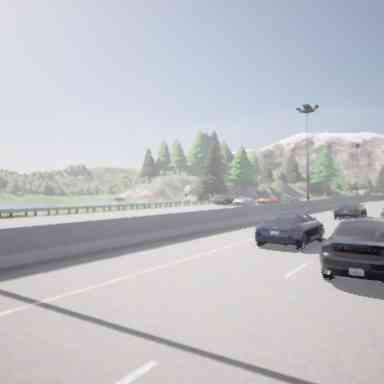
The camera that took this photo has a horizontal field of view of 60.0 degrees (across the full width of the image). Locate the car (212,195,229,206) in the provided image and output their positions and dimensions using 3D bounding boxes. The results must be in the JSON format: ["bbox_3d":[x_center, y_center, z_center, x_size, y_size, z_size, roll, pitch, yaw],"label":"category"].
[{"bbox_3d":[5.103,1.247,53.179,2.097,1.767,4.553,0,0,35],"label":"car"}]

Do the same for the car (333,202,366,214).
[{"bbox_3d":[12.858,1.464,26.993,1.994,1.385,4.181,0,0,35],"label":"car"}]

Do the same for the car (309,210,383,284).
[{"bbox_3d":[4.921,1.469,9.161,1.837,1.490,4.892,0,0,35],"label":"car"}]

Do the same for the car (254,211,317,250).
[{"bbox_3d":[4.310,1.522,14.434,1.994,1.385,4.181,0,0,35],"label":"car"}]

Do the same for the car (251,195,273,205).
[{"bbox_3d":[11.124,1.225,49.596,2.097,1.767,4.553,0,0,35],"label":"car"}]

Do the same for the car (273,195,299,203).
[{"bbox_3d":[13.768,1.354,47.271,2.128,1.511,4.902,0,0,34],"label":"car"}]

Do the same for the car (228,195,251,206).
[{"bbox_3d":[7.853,1.411,51.010,1.812,1.442,4.674,0,0,35],"label":"car"}]
